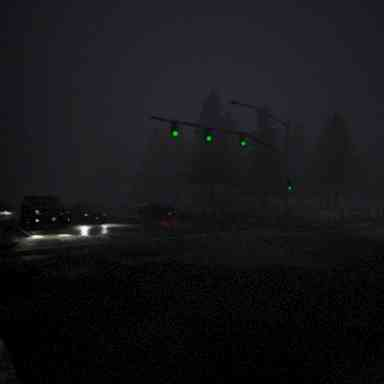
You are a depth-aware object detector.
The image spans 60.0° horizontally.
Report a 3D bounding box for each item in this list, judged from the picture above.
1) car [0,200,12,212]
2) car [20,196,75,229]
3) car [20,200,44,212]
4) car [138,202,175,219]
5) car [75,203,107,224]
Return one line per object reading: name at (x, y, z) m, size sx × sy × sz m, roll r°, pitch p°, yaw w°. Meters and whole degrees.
car at (-22.710, 1.614, 39.312) m, size 1.994 × 1.385 × 4.181 m, roll 1°, pitch 0°, yaw -37°
car at (-10.036, 1.277, 22.431) m, size 2.150 × 2.045 × 5.566 m, roll 1°, pitch 0°, yaw -37°
car at (-20.073, 1.692, 41.627) m, size 1.895 × 1.301 × 4.718 m, roll 1°, pitch 0°, yaw -37°
car at (-3.347, 1.704, 31.168) m, size 1.812 × 1.442 × 4.674 m, roll 1°, pitch 0°, yaw -37°
car at (-8.300, 1.622, 25.976) m, size 1.812 × 1.442 × 4.674 m, roll 1°, pitch 0°, yaw -37°
